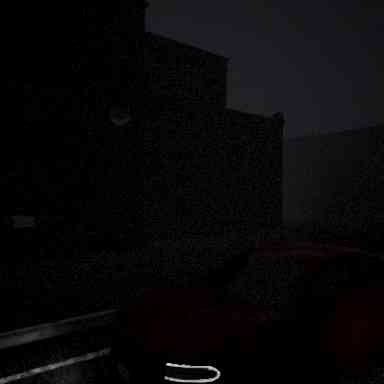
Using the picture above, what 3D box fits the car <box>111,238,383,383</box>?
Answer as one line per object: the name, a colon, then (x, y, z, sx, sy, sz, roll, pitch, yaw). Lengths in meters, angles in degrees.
car: (1.380, 1.483, 4.663, 5.008, 1.535, 1.882, 0, 0, -35)
